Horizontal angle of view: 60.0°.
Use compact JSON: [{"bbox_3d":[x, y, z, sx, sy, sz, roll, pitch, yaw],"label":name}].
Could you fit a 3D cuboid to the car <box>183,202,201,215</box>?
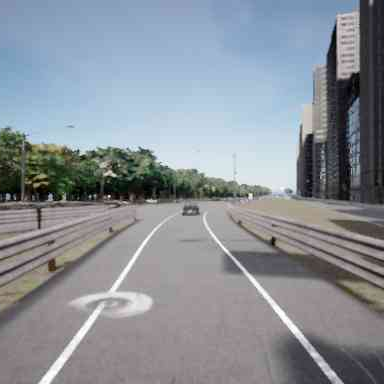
[{"bbox_3d":[-0.025,1.914,39.774,1.837,1.490,4.892,0,0,4],"label":"car"}]
